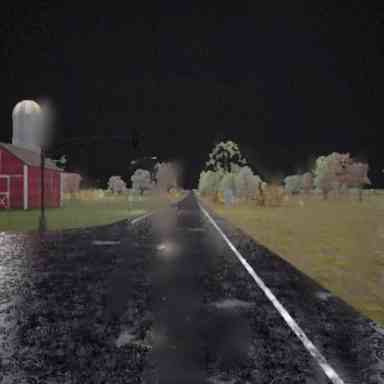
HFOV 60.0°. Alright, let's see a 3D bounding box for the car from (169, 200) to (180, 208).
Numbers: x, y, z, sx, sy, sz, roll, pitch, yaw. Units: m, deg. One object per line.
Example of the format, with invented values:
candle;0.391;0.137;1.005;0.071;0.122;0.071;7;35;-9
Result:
car;-3.370;2.257;64.514;2.033;1.411;5.357;0;-1;0
